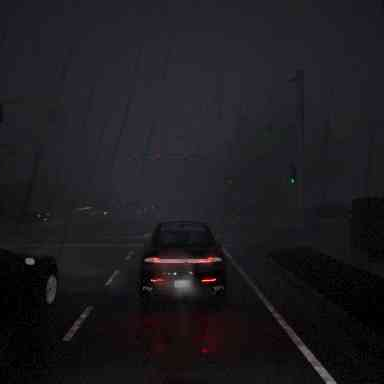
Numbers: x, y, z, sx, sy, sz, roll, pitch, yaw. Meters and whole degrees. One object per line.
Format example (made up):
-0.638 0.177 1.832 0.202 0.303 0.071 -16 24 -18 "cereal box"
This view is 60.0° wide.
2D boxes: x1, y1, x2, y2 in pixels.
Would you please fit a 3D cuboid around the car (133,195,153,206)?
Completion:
-8.115 1.564 55.250 1.994 1.385 4.181 0 0 -1 "car"

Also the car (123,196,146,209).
-7.977 1.601 46.483 1.895 1.301 4.718 0 0 -1 "car"

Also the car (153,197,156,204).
-8.234 1.526 65.072 1.812 1.442 4.674 0 0 -1 "car"

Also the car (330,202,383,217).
15.467 1.601 30.676 4.718 1.301 1.895 0 0 0 "car"

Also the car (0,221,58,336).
-3.612 1.478 4.854 1.882 1.535 5.008 0 0 -2 "car"

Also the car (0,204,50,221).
-13.105 1.548 23.707 5.357 1.411 2.033 0 0 0 "car"

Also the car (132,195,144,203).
-11.840 1.478 73.229 1.882 1.535 5.008 0 0 -1 "car"

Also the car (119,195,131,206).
-11.587 1.505 53.248 1.837 1.490 4.892 0 0 -1 "car"

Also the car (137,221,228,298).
-0.245 1.492 8.518 2.128 1.511 4.902 0 0 -2 "car"

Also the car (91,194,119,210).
-11.435 1.221 43.420 2.150 2.045 5.566 0 0 -2 "car"

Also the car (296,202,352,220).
11.395 1.547 27.211 5.357 1.411 2.033 0 0 0 "car"
